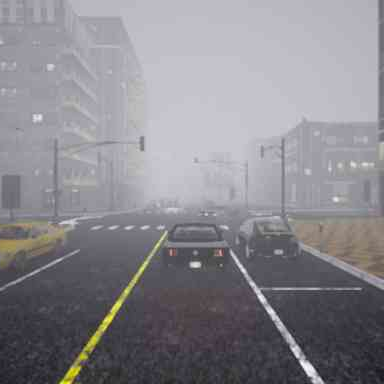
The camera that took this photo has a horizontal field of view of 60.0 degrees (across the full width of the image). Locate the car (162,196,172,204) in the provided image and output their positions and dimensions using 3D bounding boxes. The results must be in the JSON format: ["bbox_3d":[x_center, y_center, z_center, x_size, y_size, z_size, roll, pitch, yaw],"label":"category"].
[{"bbox_3d":[-5.650,1.835,76.531,1.967,1.590,4.097,0,0,0],"label":"car"}]

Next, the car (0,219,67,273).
[{"bbox_3d":[-5.654,1.586,10.884,1.752,1.417,4.829,0,0,0],"label":"car"}]

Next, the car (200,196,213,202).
[{"bbox_3d":[2.719,1.851,54.384,1.947,1.339,4.313,0,0,0],"label":"car"}]

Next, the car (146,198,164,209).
[{"bbox_3d":[-5.666,1.809,48.863,2.008,1.369,4.403,0,0,0],"label":"car"}]

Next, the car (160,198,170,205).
[{"bbox_3d":[-5.652,1.949,70.997,1.802,1.307,4.206,0,0,0],"label":"car"}]

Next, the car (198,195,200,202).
[{"bbox_3d":[2.727,1.807,70.986,1.967,1.590,4.097,0,0,0],"label":"car"}]

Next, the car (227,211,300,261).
[{"bbox_3d":[2.661,1.618,12.377,2.008,1.369,4.403,0,0,0],"label":"car"}]

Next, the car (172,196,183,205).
[{"bbox_3d":[-2.962,1.719,70.258,2.097,1.767,4.553,0,0,0],"label":"car"}]

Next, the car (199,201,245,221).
[{"bbox_3d":[2.516,1.668,26.613,2.033,1.411,5.357,-1,0,35],"label":"car"}]

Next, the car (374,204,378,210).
[{"bbox_3d":[20.802,1.396,33.003,4.718,1.301,1.895,-1,0,-1],"label":"car"}]

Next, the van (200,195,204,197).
[{"bbox_3d":[2.720,1.654,59.919,1.690,1.788,3.998,0,0,0],"label":"van"}]

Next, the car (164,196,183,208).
[{"bbox_3d":[-3.031,1.779,54.728,2.128,1.511,4.902,0,0,1],"label":"car"}]

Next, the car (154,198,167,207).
[{"bbox_3d":[-5.659,1.858,59.930,1.887,1.381,4.507,0,0,0],"label":"car"}]

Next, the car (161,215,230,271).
[{"bbox_3d":[0.102,1.662,11.084,1.895,1.301,4.718,0,0,0],"label":"car"}]

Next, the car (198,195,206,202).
[{"bbox_3d":[2.739,1.788,93.120,2.192,1.841,5.009,0,0,0],"label":"car"}]

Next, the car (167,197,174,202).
[{"bbox_3d":[-5.643,2.029,87.597,1.802,1.307,4.206,0,0,0],"label":"car"}]
